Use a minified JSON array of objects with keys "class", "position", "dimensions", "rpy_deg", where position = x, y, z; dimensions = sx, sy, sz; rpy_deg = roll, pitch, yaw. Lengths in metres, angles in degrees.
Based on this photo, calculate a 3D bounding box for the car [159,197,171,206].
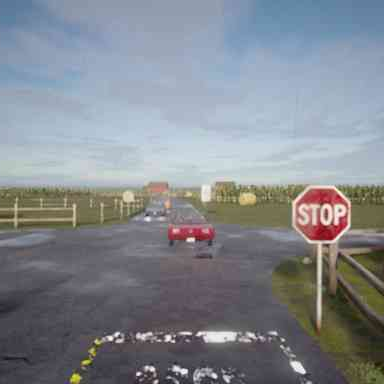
[{"class":"car","position":[-4.586,1.550,56.977],"dimensions":[1.837,1.490,4.892],"rpy_deg":[0,-1,-3]}]

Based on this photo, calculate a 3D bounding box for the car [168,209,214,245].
[{"class":"car","position":[-0.080,1.611,15.477],"dimensions":[1.895,1.301,4.718],"rpy_deg":[0,0,-1]}]

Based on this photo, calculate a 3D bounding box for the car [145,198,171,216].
[{"class":"car","position":[-3.495,1.572,33.094],"dimensions":[2.033,1.411,5.357],"rpy_deg":[0,0,-2]}]

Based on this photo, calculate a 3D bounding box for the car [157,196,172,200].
[{"class":"car","position":[-3.892,1.384,42.975],"dimensions":[2.097,1.767,4.553],"rpy_deg":[0,0,-3]}]
